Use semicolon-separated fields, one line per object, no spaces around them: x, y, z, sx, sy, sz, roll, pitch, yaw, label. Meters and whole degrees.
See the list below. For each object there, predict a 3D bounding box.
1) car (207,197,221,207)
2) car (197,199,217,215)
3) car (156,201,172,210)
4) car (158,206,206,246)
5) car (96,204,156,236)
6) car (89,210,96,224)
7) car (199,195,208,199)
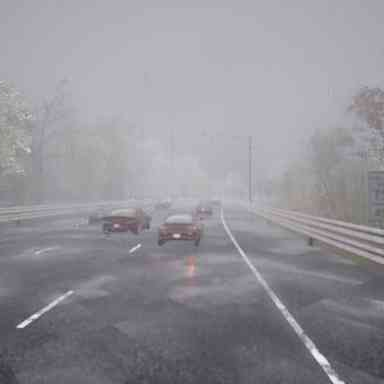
4.513;1.965;63.304;1.882;1.535;5.008;0;0;8;car
1.413;1.841;37.123;1.994;1.385;4.181;0;0;6;car
-4.219;1.979;50.225;1.895;1.301;4.718;0;0;7;car
-0.443;1.642;15.975;1.812;1.442;4.674;0;0;4;car
-3.683;1.618;19.589;1.882;1.535;5.008;0;0;4;car
-6.616;1.755;26.548;1.994;1.385;4.181;0;0;5;car
3.734;2.168;82.007;2.128;1.511;4.902;0;-1;9;car
